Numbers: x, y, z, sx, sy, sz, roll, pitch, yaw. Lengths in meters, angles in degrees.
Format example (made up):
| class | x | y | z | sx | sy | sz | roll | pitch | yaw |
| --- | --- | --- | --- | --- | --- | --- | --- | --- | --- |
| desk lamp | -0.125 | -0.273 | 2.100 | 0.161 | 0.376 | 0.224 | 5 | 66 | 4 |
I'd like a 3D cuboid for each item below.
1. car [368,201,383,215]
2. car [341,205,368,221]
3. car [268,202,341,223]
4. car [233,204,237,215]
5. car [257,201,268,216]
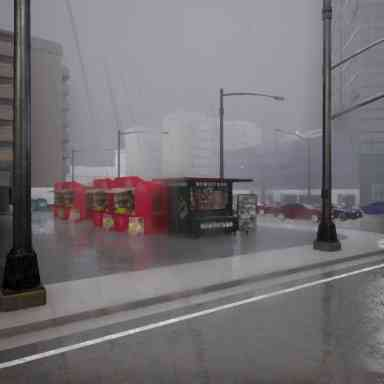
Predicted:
| class | x | y | z | sx | sy | sz | roll | pitch | yaw |
| --- | --- | --- | --- | --- | --- | --- | --- | --- | --- |
| car | 18.237 | 1.634 | 32.290 | 1.812 | 1.442 | 4.674 | 0 | -1 | -36 |
| car | 12.183 | 1.672 | 28.378 | 1.994 | 1.385 | 4.181 | 0 | -1 | -35 |
| car | 8.956 | 1.589 | 26.835 | 1.882 | 1.535 | 5.008 | 0 | -1 | -38 |
| car | 3.506 | 1.750 | 34.394 | 1.812 | 1.442 | 4.674 | 0 | -1 | -36 |
| car | 6.910 | 1.689 | 35.657 | 1.882 | 1.535 | 5.008 | 0 | -1 | -36 |
